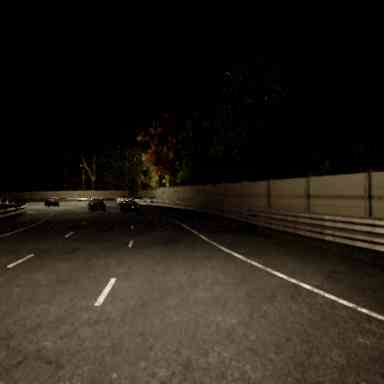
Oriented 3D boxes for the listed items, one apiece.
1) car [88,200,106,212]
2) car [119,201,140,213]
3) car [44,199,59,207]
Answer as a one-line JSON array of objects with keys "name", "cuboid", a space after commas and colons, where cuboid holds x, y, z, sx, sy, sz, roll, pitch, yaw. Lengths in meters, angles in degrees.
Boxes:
[{"name": "car", "cuboid": [-12.312, 1.732, 42.909, 2.128, 1.511, 4.902, -1, 0, -23]}, {"name": "car", "cuboid": [-7.671, 1.748, 40.761, 1.994, 1.385, 4.181, -1, 0, -22]}, {"name": "car", "cuboid": [-24.862, 1.909, 58.934, 2.128, 1.511, 4.902, -1, 0, -34]}]
